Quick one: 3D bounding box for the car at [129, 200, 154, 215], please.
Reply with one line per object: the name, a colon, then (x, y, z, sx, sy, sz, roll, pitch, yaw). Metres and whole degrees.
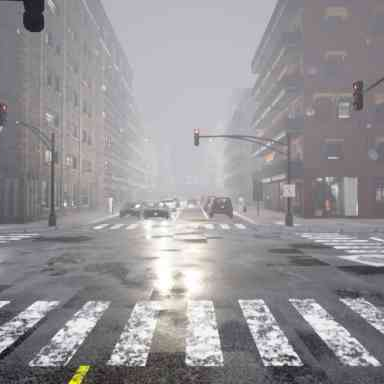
car: (-5.335, 1.582, 35.697, 1.947, 1.339, 4.313, 1, 0, 0)

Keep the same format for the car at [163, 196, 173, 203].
car: (-5.378, 1.673, 74.461, 1.752, 1.417, 4.829, 1, 0, 0)

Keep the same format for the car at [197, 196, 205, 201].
car: (2.484, 1.816, 91.364, 1.947, 1.339, 4.313, 1, 0, 0)

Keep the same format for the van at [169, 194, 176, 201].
van: (-5.393, 1.591, 91.325, 1.690, 1.788, 3.998, 1, 0, 0)

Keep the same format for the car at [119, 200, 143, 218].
car: (-5.329, 1.578, 30.136, 1.947, 1.339, 4.313, 1, 0, 0)

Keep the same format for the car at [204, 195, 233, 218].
car: (2.555, 1.327, 30.190, 2.192, 1.841, 5.009, 1, 0, 0)

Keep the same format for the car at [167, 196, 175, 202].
car: (-5.390, 1.767, 85.759, 2.008, 1.369, 4.403, 1, 0, 0)

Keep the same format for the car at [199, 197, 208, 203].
car: (2.501, 1.731, 74.672, 1.802, 1.307, 4.206, 1, 0, 0)

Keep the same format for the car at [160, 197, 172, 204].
car: (-5.373, 1.669, 69.069, 2.008, 1.369, 4.403, 1, 0, 0)

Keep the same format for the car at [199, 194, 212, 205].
car: (2.517, 1.404, 63.549, 2.192, 1.841, 5.009, 1, 0, 0)

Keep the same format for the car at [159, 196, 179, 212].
car: (-2.868, 1.546, 39.812, 1.812, 1.442, 4.674, 0, 0, 0)

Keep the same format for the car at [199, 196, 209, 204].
car: (2.509, 1.558, 69.112, 1.967, 1.590, 4.097, 1, 0, 0)

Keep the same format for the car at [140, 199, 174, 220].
car: (-2.873, 1.576, 28.207, 1.994, 1.385, 4.181, 0, 0, 0)

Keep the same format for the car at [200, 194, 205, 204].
car: (2.542, 1.337, 41.315, 2.192, 1.841, 5.009, 1, 0, 0)

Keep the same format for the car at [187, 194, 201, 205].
car: (0.039, 1.567, 60.150, 2.128, 1.511, 4.902, 0, 0, 0)

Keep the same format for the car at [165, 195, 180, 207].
car: (-2.809, 1.567, 50.456, 1.812, 1.442, 4.674, 0, 0, 0)

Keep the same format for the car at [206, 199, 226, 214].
car: (2.545, 1.541, 35.919, 1.752, 1.417, 4.829, 1, 0, 0)

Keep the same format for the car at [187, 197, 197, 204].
car: (-0.008, 1.687, 70.385, 1.994, 1.385, 4.181, 0, 0, 0)
